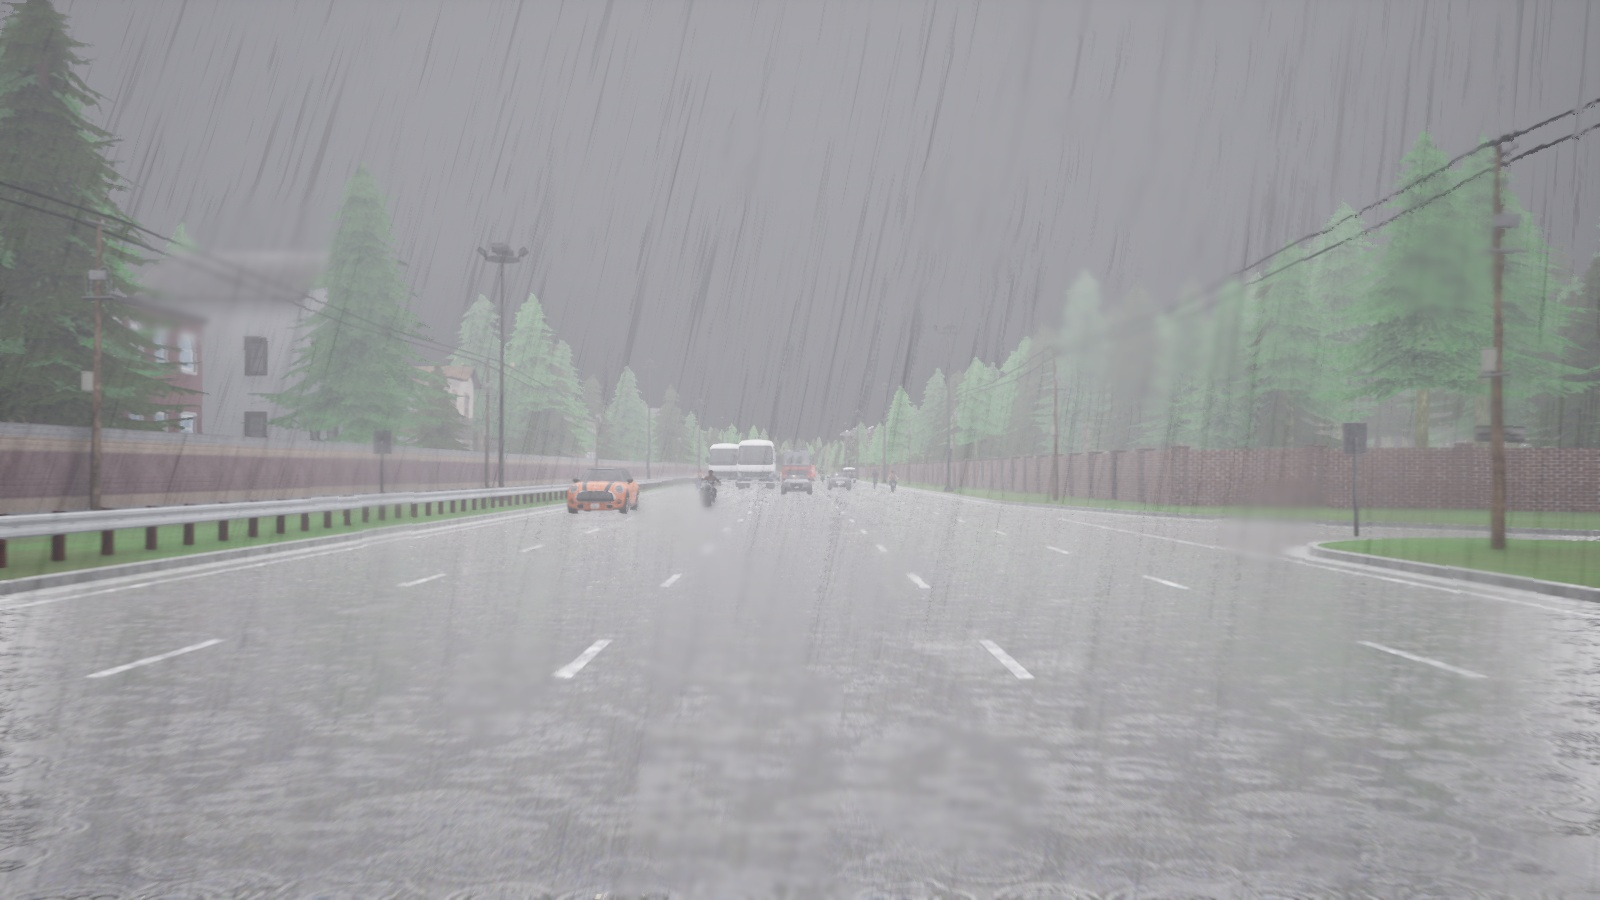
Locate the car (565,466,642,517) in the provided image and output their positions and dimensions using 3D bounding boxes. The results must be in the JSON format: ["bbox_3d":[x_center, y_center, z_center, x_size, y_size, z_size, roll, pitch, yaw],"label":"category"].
[{"bbox_3d":[-7.114,1.470,45.931,2.097,1.767,4.553,0,-1,0],"label":"car"}]

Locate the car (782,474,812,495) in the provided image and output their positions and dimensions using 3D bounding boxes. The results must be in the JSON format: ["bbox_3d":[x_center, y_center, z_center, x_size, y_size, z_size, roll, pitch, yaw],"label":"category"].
[{"bbox_3d":[-0.207,2.289,84.280,1.994,1.385,4.181,0,-1,0],"label":"car"}]

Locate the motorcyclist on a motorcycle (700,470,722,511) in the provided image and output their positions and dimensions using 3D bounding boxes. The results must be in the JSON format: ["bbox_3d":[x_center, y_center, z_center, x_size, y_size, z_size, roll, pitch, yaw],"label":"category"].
[{"bbox_3d":[-3.627,1.637,51.295,0.766,1.649,2.350,0,-1,0],"label":"motorcyclist on a motorcycle"}]
